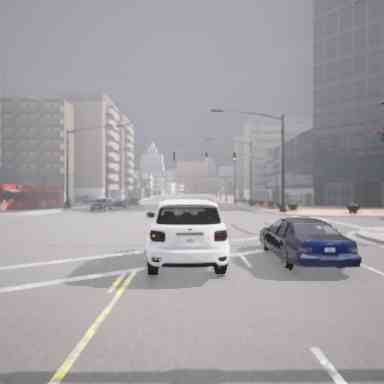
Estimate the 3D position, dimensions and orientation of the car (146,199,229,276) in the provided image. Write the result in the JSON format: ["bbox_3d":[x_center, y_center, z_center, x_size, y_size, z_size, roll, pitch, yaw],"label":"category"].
[{"bbox_3d":[-0.270,1.239,10.624,2.150,2.045,5.566,0,0,-5],"label":"car"}]

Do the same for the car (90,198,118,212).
[{"bbox_3d":[-10.547,1.533,39.290,1.837,1.490,4.892,0,0,0],"label":"car"}]

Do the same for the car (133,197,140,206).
[{"bbox_3d":[-10.485,1.702,59.378,1.882,1.535,5.008,0,-1,0],"label":"car"}]

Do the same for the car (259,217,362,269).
[{"bbox_3d":[3.637,1.566,11.227,2.033,1.411,5.357,0,0,0],"label":"car"}]

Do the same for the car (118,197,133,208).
[{"bbox_3d":[-10.537,1.677,49.290,1.994,1.385,4.181,0,-1,0],"label":"car"}]
